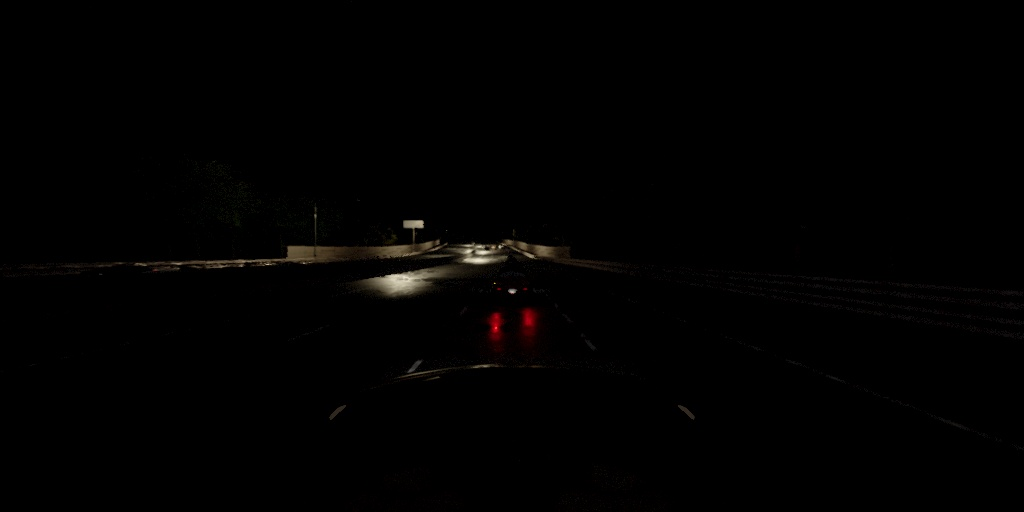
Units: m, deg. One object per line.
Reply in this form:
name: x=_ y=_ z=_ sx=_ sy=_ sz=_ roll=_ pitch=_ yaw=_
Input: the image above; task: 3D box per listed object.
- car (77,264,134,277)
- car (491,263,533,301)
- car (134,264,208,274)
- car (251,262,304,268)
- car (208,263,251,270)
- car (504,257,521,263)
car: x=-28.072 y=1.249 z=25.657 sx=1.994 sy=1.385 sz=4.181 roll=0 pitch=0 yaw=0
car: x=0.007 y=1.245 z=16.904 sx=1.812 sy=1.442 sz=4.674 roll=0 pitch=0 yaw=0
car: x=-24.577 y=1.281 z=26.727 sx=1.895 sy=1.301 sz=4.718 roll=0 pitch=0 yaw=0
car: x=-17.573 y=1.200 z=28.003 sx=1.812 sy=1.442 sz=4.674 roll=0 pitch=0 yaw=0
car: x=-21.070 y=1.237 z=28.330 sx=1.994 sy=1.385 sz=4.181 roll=0 pitch=0 yaw=0
car: x=0.017 y=1.127 z=40.712 sx=1.812 sy=1.442 sz=4.674 roll=0 pitch=0 yaw=0
